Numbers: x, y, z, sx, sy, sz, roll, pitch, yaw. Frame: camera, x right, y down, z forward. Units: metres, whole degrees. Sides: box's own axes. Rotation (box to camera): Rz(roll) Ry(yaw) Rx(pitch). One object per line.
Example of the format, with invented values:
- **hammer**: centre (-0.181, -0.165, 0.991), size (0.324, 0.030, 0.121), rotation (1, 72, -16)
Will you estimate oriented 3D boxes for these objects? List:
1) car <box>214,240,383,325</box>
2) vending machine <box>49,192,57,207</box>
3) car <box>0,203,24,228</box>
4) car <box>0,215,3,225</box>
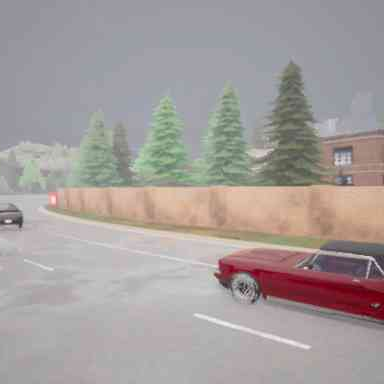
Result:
- **car**: centre (2.794, 1.614, 6.426), size (4.718, 1.301, 1.895), rotation (0, 0, 37)
- **vending machine**: centre (-20.354, 1.049, 48.694), size (1.100, 2.100, 0.880), rotation (0, 0, -20)
- **car**: centre (-11.815, 1.412, 20.459), size (2.128, 1.511, 4.902), rotation (0, 0, -40)
- **car**: centre (-8.451, 1.509, 11.633), size (4.181, 1.385, 1.994), rotation (0, 0, 44)
